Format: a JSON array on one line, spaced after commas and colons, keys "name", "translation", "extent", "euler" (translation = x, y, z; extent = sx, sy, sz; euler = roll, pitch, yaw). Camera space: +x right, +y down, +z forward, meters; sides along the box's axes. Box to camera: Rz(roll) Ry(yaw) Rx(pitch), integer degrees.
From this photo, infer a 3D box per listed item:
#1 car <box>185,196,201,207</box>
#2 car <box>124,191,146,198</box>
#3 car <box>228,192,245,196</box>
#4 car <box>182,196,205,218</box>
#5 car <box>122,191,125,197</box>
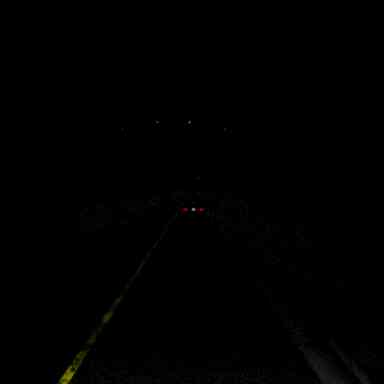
[{"name": "car", "translation": [0.130, 1.231, 43.871], "extent": [1.994, 1.385, 4.181], "euler": [0, 1, 0]}, {"name": "car", "translation": [-15.224, 0.916, 89.538], "extent": [4.206, 1.307, 1.802], "euler": [-1, 2, 0]}, {"name": "car", "translation": [11.744, 0.607, 89.462], "extent": [4.313, 1.339, 1.947], "euler": [-1, 2, 0]}, {"name": "car", "translation": [0.119, 1.352, 27.479], "extent": [2.033, 1.411, 5.357], "euler": [0, 0, 0]}, {"name": "car", "translation": [-20.907, 0.707, 89.545], "extent": [5.009, 1.841, 2.192], "euler": [-1, 2, 0]}]
